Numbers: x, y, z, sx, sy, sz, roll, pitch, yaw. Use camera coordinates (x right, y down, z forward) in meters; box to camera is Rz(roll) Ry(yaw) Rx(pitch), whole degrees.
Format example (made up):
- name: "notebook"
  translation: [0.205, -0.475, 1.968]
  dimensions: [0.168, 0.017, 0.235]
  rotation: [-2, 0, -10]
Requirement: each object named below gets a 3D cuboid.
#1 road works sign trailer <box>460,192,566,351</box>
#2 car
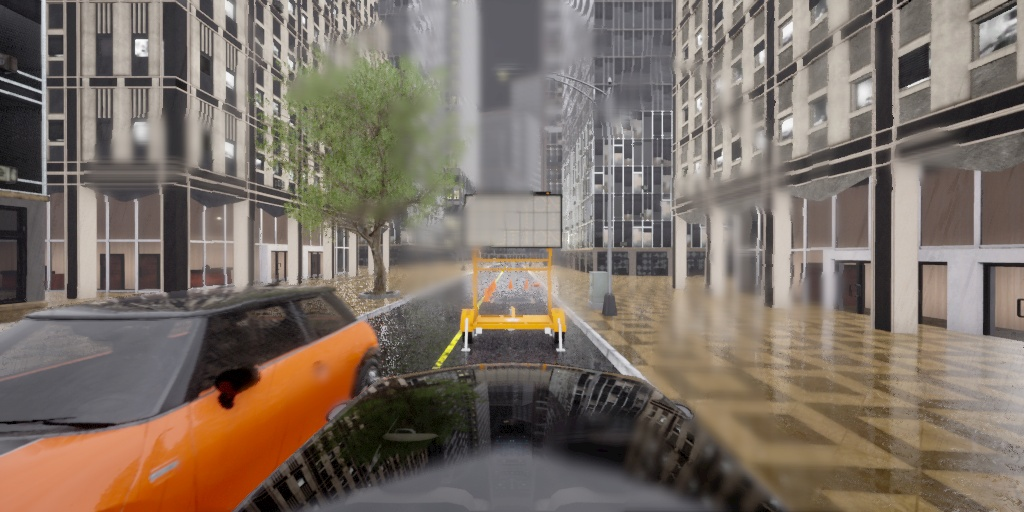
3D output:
- name: "road works sign trailer"
  translation: [0.034, 0.214, 8.941]
  dimensions: [2.380, 3.560, 2.880]
  rotation: [0, 0, 0]
- name: "car"
  translation: [-2.741, 1.102, 2.747]
  dimensions: [2.097, 1.767, 4.553]
  rotation: [0, 0, 0]
